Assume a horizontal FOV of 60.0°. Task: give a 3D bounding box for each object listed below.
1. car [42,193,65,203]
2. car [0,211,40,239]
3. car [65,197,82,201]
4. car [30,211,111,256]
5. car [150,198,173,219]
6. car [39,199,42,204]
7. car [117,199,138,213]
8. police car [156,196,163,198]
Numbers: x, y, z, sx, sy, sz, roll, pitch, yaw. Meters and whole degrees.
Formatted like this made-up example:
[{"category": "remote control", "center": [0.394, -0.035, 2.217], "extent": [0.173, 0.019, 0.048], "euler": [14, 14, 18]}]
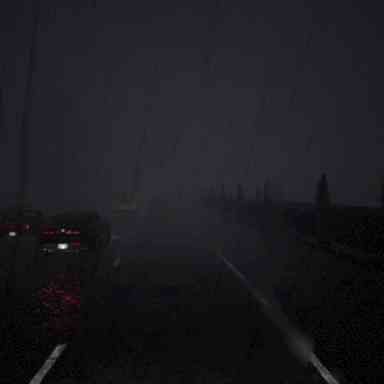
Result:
[{"category": "car", "center": [-23.740, 1.226, 58.316], "extent": [2.150, 2.045, 5.566], "euler": [0, 0, -6]}, {"category": "car", "center": [-8.359, 1.606, 17.293], "extent": [1.895, 1.301, 4.718], "euler": [0, 0, -6]}, {"category": "car", "center": [-20.236, 1.559, 58.423], "extent": [1.994, 1.385, 4.181], "euler": [0, 0, -6]}, {"category": "car", "center": [-4.419, 1.504, 13.166], "extent": [1.837, 1.490, 4.892], "euler": [0, 0, -6]}, {"category": "car", "center": [-2.674, 1.504, 29.269], "extent": [1.812, 1.442, 4.674], "euler": [0, 0, -6]}, {"category": "car", "center": [-27.965, 1.549, 64.676], "extent": [2.033, 1.411, 5.357], "euler": [0, 0, -7]}, {"category": "car", "center": [-6.989, 1.461, 36.220], "extent": [1.882, 1.535, 5.008], "euler": [0, 0, -7]}, {"category": "police car", "center": [-4.437, 1.393, 44.149], "extent": [1.930, 1.638, 5.238], "euler": [0, 0, -6]}]
